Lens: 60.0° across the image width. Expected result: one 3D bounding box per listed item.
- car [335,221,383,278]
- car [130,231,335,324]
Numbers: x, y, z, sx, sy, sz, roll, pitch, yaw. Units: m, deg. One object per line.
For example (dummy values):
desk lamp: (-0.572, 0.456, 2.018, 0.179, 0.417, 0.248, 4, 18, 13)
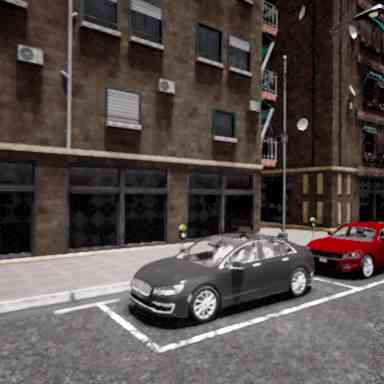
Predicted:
car: (5.429, 1.643, 10.437, 4.507, 1.381, 1.887, 1, 0, -36)
car: (0.842, 1.595, 7.162, 4.403, 1.369, 2.008, 1, 0, -36)
